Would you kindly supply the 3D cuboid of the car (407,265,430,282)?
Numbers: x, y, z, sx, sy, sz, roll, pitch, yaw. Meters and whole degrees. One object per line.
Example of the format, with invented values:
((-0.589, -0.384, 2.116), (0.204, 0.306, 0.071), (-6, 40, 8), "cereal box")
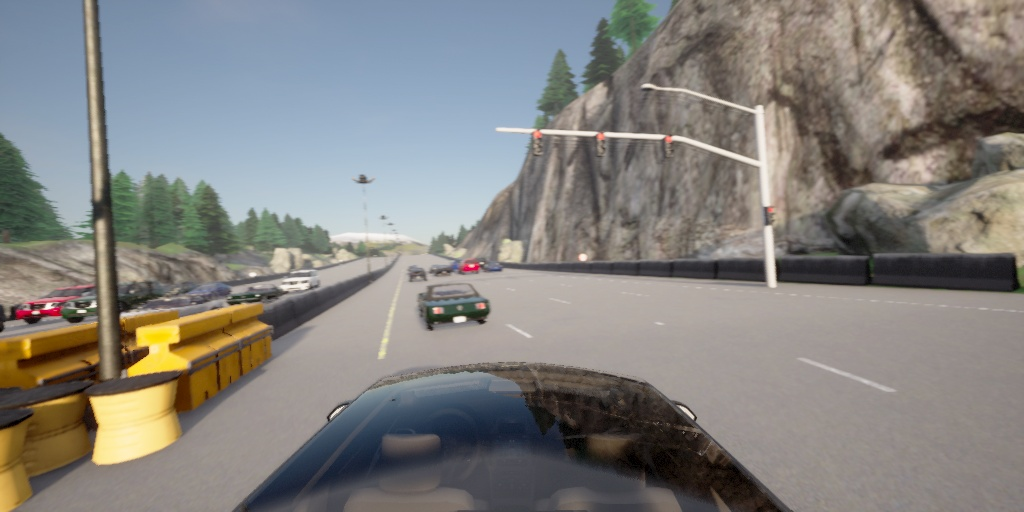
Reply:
((-10.780, 2.081, 40.873), (1.837, 1.490, 4.892), (-4, 0, -16), "car")

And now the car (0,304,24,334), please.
((-20.741, 2.684, 12.244), (2.128, 1.511, 4.902), (-4, 0, -17), "car")

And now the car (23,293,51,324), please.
((-27.536, 2.898, 22.810), (2.150, 2.045, 5.566), (-4, 0, -16), "car")

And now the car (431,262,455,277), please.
((-9.278, 1.925, 47.776), (1.882, 1.535, 5.008), (-4, 0, -16), "car")

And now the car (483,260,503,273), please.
((-2.690, 1.583, 50.157), (1.994, 1.385, 4.181), (-4, 0, -16), "car")

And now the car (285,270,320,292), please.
((-19.902, 2.399, 34.036), (2.150, 2.045, 5.566), (-4, 0, -16), "car")

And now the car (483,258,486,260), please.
((-5.549, 1.342, 59.776), (2.150, 2.045, 5.566), (-4, 1, -16), "car")

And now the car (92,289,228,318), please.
((-14.271, 2.379, 15.006), (1.895, 1.301, 4.718), (-4, 0, -17), "car")

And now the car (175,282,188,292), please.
((-30.329, 3.199, 32.370), (2.097, 1.767, 4.553), (-4, 0, -16), "car")

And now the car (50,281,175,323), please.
((-23.528, 2.634, 21.562), (2.150, 2.045, 5.566), (-4, 0, -17), "car")

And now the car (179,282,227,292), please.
((-26.405, 3.125, 31.439), (1.812, 1.442, 4.674), (-4, 0, -16), "car")

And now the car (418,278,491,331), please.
((-2.183, 1.575, 12.328), (1.895, 1.301, 4.718), (-4, 0, -18), "car")

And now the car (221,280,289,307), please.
((-16.874, 2.586, 23.792), (1.895, 1.301, 4.718), (-4, 0, -16), "car")

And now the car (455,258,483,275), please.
((-5.953, 1.453, 48.796), (2.150, 2.045, 5.566), (-4, 0, -16), "car")

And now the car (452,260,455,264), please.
((-8.899, 1.559, 58.786), (2.150, 2.045, 5.566), (-4, 1, -16), "car")
